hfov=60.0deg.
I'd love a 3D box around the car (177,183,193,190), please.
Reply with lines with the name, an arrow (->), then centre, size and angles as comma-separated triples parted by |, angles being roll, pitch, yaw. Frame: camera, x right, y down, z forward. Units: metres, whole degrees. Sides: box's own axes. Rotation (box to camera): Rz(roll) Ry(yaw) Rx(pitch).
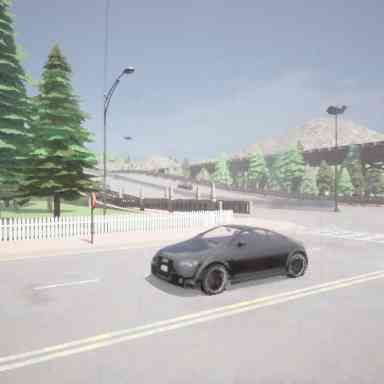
car -> -1.696, -1.376, 78.277 | 2.128, 1.511, 4.902 | 0, 7, -34

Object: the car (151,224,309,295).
car -> 1.063, 1.564, 8.688 | 4.181, 1.385, 1.994 | 0, 0, -32
